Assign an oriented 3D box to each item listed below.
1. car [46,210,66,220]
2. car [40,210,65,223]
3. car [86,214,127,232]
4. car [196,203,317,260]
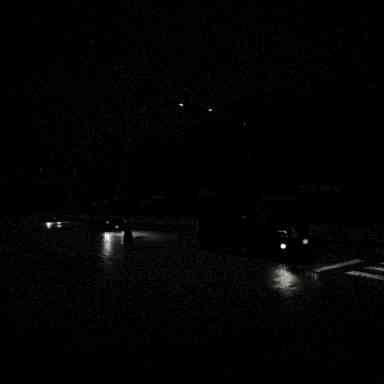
[{"bbox_3d":[-21.534,3.597,52.478,1.994,1.385,4.181,0,-2,-36],"label":"car"},{"bbox_3d":[-18.221,3.204,42.956,1.994,1.385,4.181,0,-2,-35],"label":"car"},{"bbox_3d":[-7.012,2.447,27.185,1.895,1.301,4.718,0,-2,-36],"label":"car"},{"bbox_3d":[2.412,1.494,14.050,2.150,2.045,5.566,0,-2,-36],"label":"car"}]
